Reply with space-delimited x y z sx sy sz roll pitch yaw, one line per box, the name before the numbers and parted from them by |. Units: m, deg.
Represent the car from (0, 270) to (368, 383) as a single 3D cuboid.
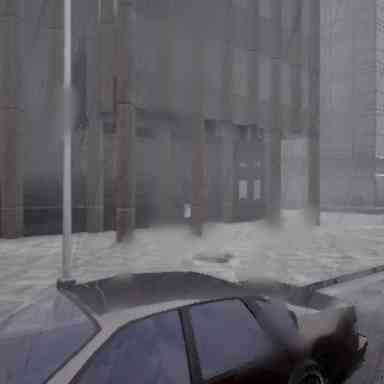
car | -0.530 1.552 3.001 5.357 1.411 2.033 0 0 -36
